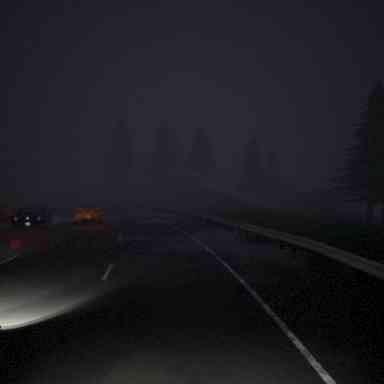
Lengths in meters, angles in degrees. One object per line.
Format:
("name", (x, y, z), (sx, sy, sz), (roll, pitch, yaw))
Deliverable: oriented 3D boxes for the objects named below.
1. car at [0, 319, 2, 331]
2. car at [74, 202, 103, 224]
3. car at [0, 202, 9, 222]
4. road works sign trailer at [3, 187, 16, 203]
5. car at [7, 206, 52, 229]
("car", (-3.754, 1.576, 3.199), (1.994, 1.385, 4.181), (0, 0, -2))
("car", (-7.834, 1.512, 25.174), (1.882, 1.535, 5.008), (0, 0, -17))
("car", (-15.745, 1.534, 26.679), (1.882, 1.535, 5.008), (0, 0, -20))
("road works sign trailer", (-41.147, 0.614, 74.430), (2.880, 3.560, 2.380), (0, 0, 30))
("car", (-10.578, 1.641, 22.274), (1.895, 1.301, 4.718), (0, 0, -17))
